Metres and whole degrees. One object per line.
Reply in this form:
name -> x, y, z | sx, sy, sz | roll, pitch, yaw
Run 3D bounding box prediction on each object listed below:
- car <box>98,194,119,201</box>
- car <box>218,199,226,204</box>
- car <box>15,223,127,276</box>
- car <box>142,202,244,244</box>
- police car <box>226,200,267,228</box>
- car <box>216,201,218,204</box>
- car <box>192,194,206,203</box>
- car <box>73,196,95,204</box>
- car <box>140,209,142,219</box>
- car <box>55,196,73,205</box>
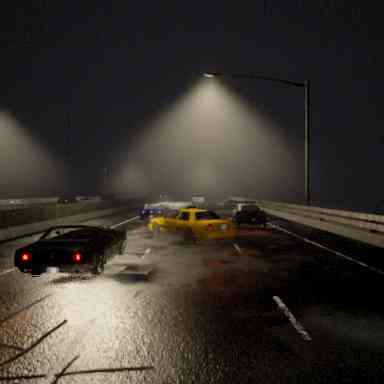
car -> -13.166, 1.278, 53.000 | 2.150, 2.045, 5.566 | 0, 0, 2
car -> 3.885, 1.526, 33.125 | 1.837, 1.490, 4.892 | 0, 0, 1
car -> -3.342, 1.601, 10.279 | 1.895, 1.301, 4.718 | 0, 0, 0
car -> -0.183, 1.461, 15.876 | 1.801, 1.575, 5.366 | 1, -1, -36
police car -> 3.689, 1.435, 22.315 | 1.930, 1.638, 5.238 | 0, 0, 1
car -> 4.153, 1.642, 44.075 | 1.895, 1.301, 4.718 | 0, 0, 2
car -> 1.262, 1.305, 60.658 | 2.150, 2.045, 5.566 | 0, 0, 3
car -> -16.676, 1.583, 52.522 | 1.812, 1.442, 4.674 | 0, 0, 2
car -> -3.107, 1.616, 28.152 | 1.895, 1.301, 4.718 | 0, 0, 1
car -> -20.146, 1.410, 53.368 | 2.097, 1.767, 4.553 | 0, 0, 2
